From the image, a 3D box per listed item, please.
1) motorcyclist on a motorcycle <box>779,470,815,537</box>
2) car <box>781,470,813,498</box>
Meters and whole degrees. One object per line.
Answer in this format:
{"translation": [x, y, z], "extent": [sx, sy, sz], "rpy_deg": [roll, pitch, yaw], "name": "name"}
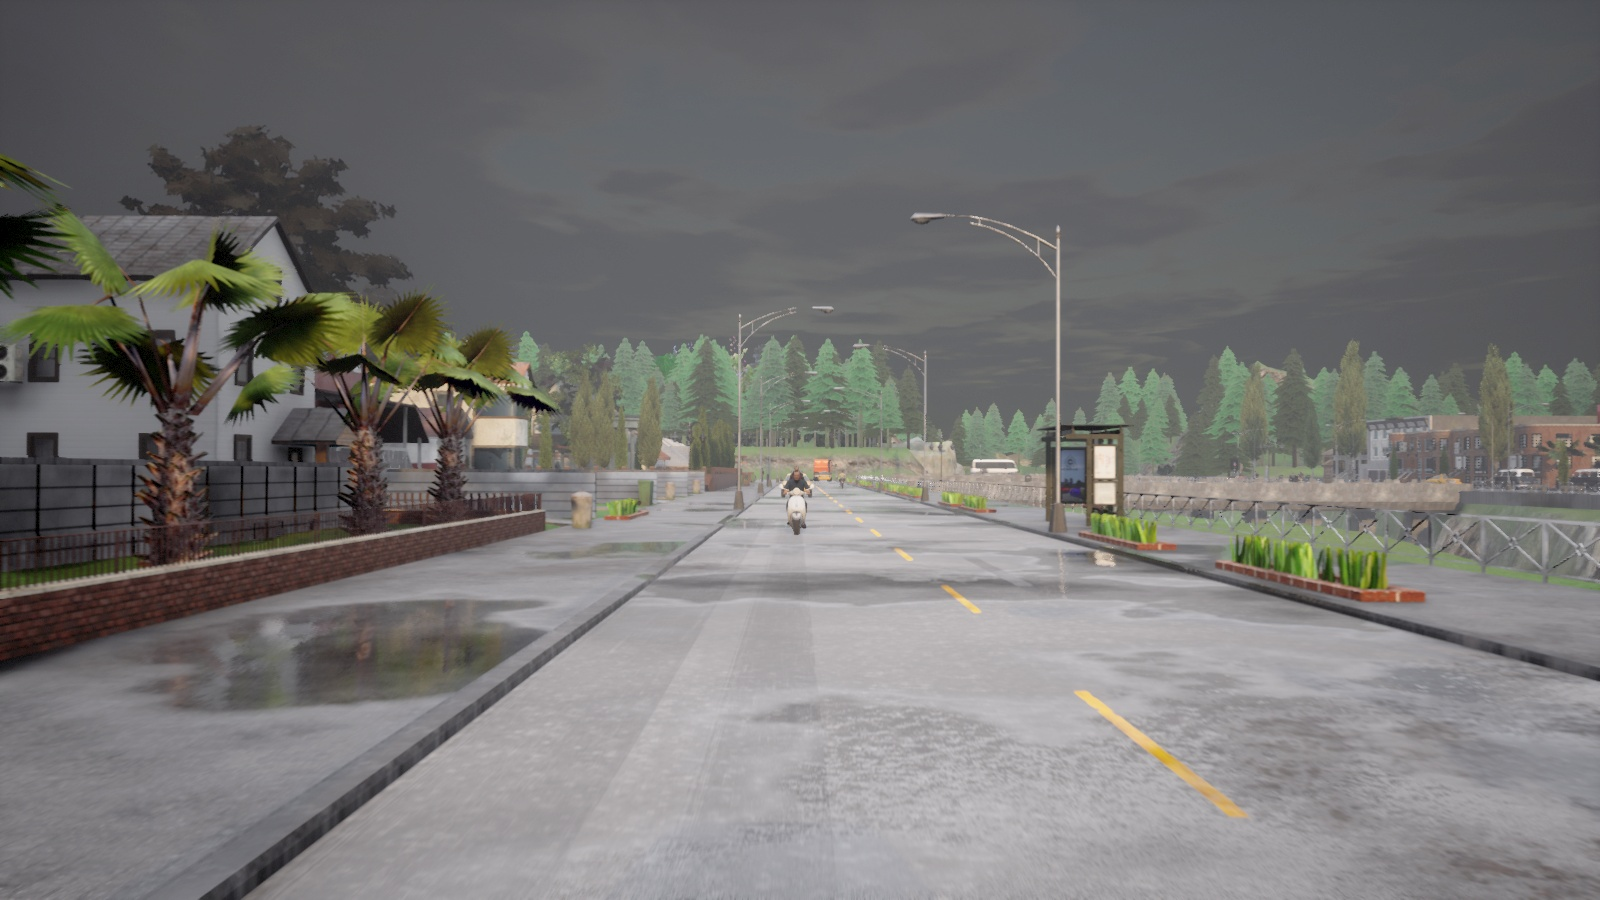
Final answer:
{"translation": [-0.073, 1.286, 30.900], "extent": [0.866, 1.590, 1.817], "rpy_deg": [0, -1, 0], "name": "motorcyclist on a motorcycle"}
{"translation": [-0.176, 2.002, 74.536], "extent": [1.801, 1.575, 5.366], "rpy_deg": [0, -1, 0], "name": "car"}
